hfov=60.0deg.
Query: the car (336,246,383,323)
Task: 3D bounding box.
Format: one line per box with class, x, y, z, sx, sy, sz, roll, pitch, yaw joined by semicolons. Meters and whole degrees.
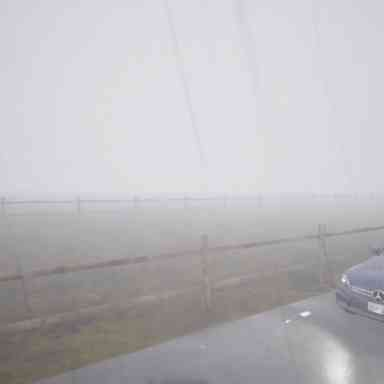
car;4.721;1.516;6.395;4.674;1.442;1.812;0;0;-35
